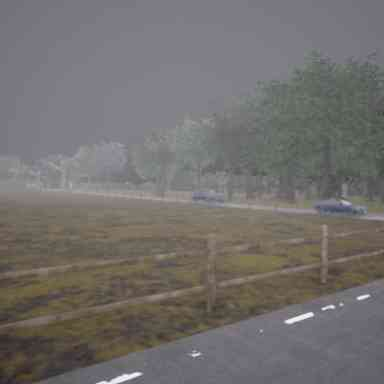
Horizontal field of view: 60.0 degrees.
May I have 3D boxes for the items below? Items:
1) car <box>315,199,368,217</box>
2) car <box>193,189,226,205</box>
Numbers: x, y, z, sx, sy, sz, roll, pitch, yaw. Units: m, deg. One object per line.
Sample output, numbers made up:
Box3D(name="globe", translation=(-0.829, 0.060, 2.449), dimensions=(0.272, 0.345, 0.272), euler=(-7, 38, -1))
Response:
Box3D(name="car", translation=(13.576, 1.391, 30.555), dimensions=(1.812, 1.442, 4.674), euler=(1, 1, -35))
Box3D(name="car", translation=(2.418, 0.630, 46.299), dimensions=(2.150, 2.045, 5.566), euler=(1, 1, -35))
